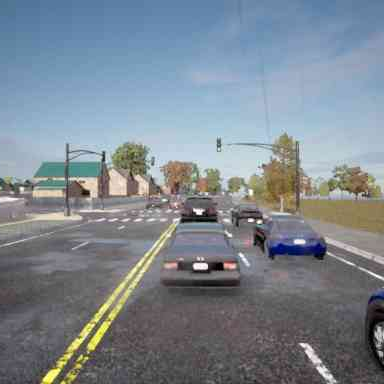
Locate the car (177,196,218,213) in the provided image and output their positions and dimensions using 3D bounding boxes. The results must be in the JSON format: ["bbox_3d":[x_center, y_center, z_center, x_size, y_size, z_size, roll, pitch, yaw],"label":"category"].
[{"bbox_3d":[0.476,1.251,21.265,2.150,2.045,5.566,0,0,2],"label":"car"}]

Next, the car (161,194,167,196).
[{"bbox_3d":[-4.445,1.342,57.875,2.150,2.045,5.566,0,0,4],"label":"car"}]

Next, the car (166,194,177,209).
[{"bbox_3d":[-1.916,1.437,46.323,2.097,1.767,4.553,0,0,3],"label":"car"}]

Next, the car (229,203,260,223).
[{"bbox_3d":[3.795,1.534,23.396,1.837,1.490,4.892,0,0,2],"label":"car"}]

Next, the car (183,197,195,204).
[{"bbox_3d":[-0.542,1.670,66.086,1.812,1.442,4.674,0,0,5],"label":"car"}]

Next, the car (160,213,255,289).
[{"bbox_3d":[0.206,1.557,9.253,2.033,1.411,5.357,0,0,1],"label":"car"}]

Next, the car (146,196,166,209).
[{"bbox_3d":[-5.147,1.653,46.655,1.994,1.385,4.181,0,0,4],"label":"car"}]

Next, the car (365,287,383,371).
[{"bbox_3d":[3.384,1.354,2.666,2.097,1.767,4.553,0,0,0],"label":"car"}]

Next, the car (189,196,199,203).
[{"bbox_3d":[0.490,1.708,78.046,1.812,1.442,4.674,0,0,5],"label":"car"}]

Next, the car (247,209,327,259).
[{"bbox_3d":[3.523,1.576,12.734,1.994,1.385,4.181,0,0,1],"label":"car"}]

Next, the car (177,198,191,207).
[{"bbox_3d":[-1.346,1.711,55.571,1.895,1.301,4.718,0,0,4],"label":"car"}]
